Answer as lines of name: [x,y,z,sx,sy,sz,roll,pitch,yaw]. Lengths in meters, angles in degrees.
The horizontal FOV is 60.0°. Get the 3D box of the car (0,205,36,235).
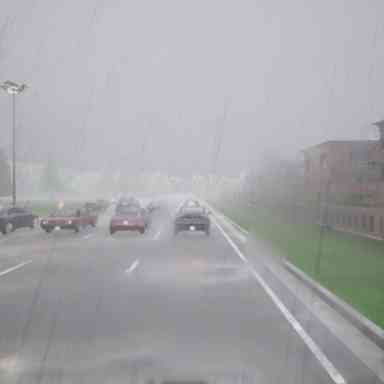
car: [-10.470,1.521,18.830,1.837,1.490,4.892,0,0,0]

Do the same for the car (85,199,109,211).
car: [-10.492,1.502,36.738,1.837,1.490,4.892,0,1,0]

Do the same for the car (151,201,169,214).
car: [-3.498,1.574,34.722,1.895,1.301,4.718,0,0,0]

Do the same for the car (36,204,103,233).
car: [-6.966,1.603,19.503,1.895,1.301,4.718,0,0,0]

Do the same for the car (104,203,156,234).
car: [-3.457,1.554,19.380,1.994,1.385,4.181,0,0,0]

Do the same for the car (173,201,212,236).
car: [0.027,1.484,18.335,1.837,1.490,4.892,0,0,0]

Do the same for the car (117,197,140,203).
car: [-6.993,1.334,36.824,2.097,1.767,4.553,0,0,0]
